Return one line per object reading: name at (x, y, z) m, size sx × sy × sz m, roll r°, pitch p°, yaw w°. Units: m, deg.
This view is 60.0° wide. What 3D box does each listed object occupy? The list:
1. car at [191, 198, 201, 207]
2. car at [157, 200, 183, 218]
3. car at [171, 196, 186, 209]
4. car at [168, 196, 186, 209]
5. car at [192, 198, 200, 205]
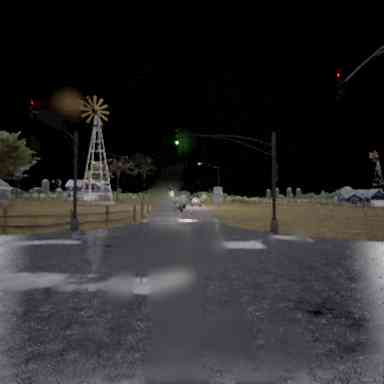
car at (0.737, 2.148, 62.309) m, size 2.033 × 1.411 × 5.357 m, roll 0°, pitch -1°, yaw 1°
car at (-2.381, 1.828, 33.679) m, size 2.033 × 1.411 × 5.357 m, roll 0°, pitch -1°, yaw 1°
car at (-2.152, 1.736, 55.066) m, size 2.150 × 2.045 × 5.566 m, roll 0°, pitch -1°, yaw 1°
car at (-2.277, 1.613, 44.332) m, size 2.150 × 2.045 × 5.566 m, roll 0°, pitch -1°, yaw 0°
car at (0.840, 2.113, 72.784) m, size 1.812 × 1.442 × 4.674 m, roll 0°, pitch -1°, yaw 1°
